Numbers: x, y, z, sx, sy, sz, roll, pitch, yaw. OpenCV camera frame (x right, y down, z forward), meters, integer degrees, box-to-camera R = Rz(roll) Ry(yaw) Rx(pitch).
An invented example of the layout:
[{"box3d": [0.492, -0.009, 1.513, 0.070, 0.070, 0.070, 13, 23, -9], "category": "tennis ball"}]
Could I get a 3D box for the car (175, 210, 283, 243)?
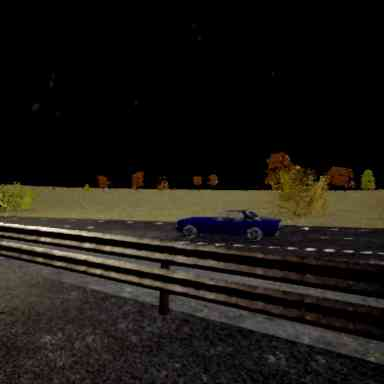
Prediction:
[{"box3d": [1.634, 1.467, 15.160, 4.718, 1.301, 1.895, 0, 0, 20], "category": "car"}]
